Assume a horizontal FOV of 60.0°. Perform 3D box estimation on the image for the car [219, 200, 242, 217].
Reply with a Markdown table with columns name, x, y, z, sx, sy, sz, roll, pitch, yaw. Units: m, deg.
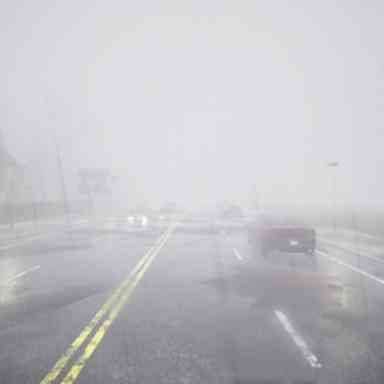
| name | x | y | z | sx | sy | sz | roll | pitch | yaw |
| --- | --- | --- | --- | --- | --- | --- | --- | --- | --- |
| car | 4.028 | 1.794 | 33.978 | 1.812 | 1.442 | 4.674 | 0 | -1 | 2 |

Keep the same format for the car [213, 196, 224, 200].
| name | x | y | z | sx | sy | sz | roll | pitch | yaw |
| --- | --- | --- | --- | --- | --- | --- | --- | --- | --- |
| car | 5.217 | 1.955 | 59.054 | 2.128 | 1.511 | 4.902 | 0 | 0 | 4 |

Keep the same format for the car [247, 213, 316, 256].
| name | x | y | z | sx | sy | sz | roll | pitch | yaw |
| --- | --- | --- | --- | --- | --- | --- | --- | --- | --- |
| car | 3.476 | 1.588 | 13.699 | 1.882 | 1.535 | 5.008 | 0 | 0 | 1 |

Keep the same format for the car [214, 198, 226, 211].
| name | x | y | z | sx | sy | sz | roll | pitch | yaw |
| --- | --- | --- | --- | --- | --- | --- | --- | --- | --- |
| car | 4.563 | 1.942 | 48.129 | 1.994 | 1.385 | 4.181 | 0 | 0 | 3 |

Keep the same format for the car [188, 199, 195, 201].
| name | x | y | z | sx | sy | sz | roll | pitch | yaw |
| --- | --- | --- | --- | --- | --- | --- | --- | --- | --- |
| car | 0.125 | 1.954 | 77.776 | 1.994 | 1.385 | 4.181 | 0 | 0 | 5 |

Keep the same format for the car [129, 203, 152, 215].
| name | x | y | z | sx | sy | sz | roll | pitch | yaw |
| --- | --- | --- | --- | --- | --- | --- | --- | --- | --- |
| car | -5.770 | 1.897 | 37.713 | 1.895 | 1.301 | 4.718 | 0 | 0 | 3 |

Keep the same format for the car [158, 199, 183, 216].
| name | x | y | z | sx | sy | sz | roll | pitch | yaw |
| --- | --- | --- | --- | --- | --- | --- | --- | --- | --- |
| car | -2.547 | 1.839 | 37.192 | 2.033 | 1.411 | 5.357 | 0 | 0 | 2 |

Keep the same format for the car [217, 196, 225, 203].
| name | x | y | z | sx | sy | sz | roll | pitch | yaw |
| --- | --- | --- | --- | --- | --- | --- | --- | --- | --- |
| car | 7.969 | 2.077 | 91.739 | 2.097 | 1.767 | 4.553 | 0 | 0 | 6 |

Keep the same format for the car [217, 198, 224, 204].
| name | x | y | z | sx | sy | sz | roll | pitch | yaw |
| --- | --- | --- | --- | --- | --- | --- | --- | --- | --- |
| car | 6.923 | 2.162 | 80.874 | 1.812 | 1.442 | 4.674 | 0 | 0 | 5 |

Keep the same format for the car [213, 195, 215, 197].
| name | x | y | z | sx | sy | sz | roll | pitch | yaw |
| --- | --- | --- | --- | --- | --- | --- | --- | --- | --- |
| car | 6.002 | 1.901 | 69.941 | 2.097 | 1.767 | 4.553 | 0 | 0 | 4 |

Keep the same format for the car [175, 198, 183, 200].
| name | x | y | z | sx | sy | sz | roll | pitch | yaw |
| --- | --- | --- | --- | --- | --- | --- | --- | --- | --- |
| car | -3.114 | 1.931 | 78.059 | 1.812 | 1.442 | 4.674 | 0 | 0 | 5 |
